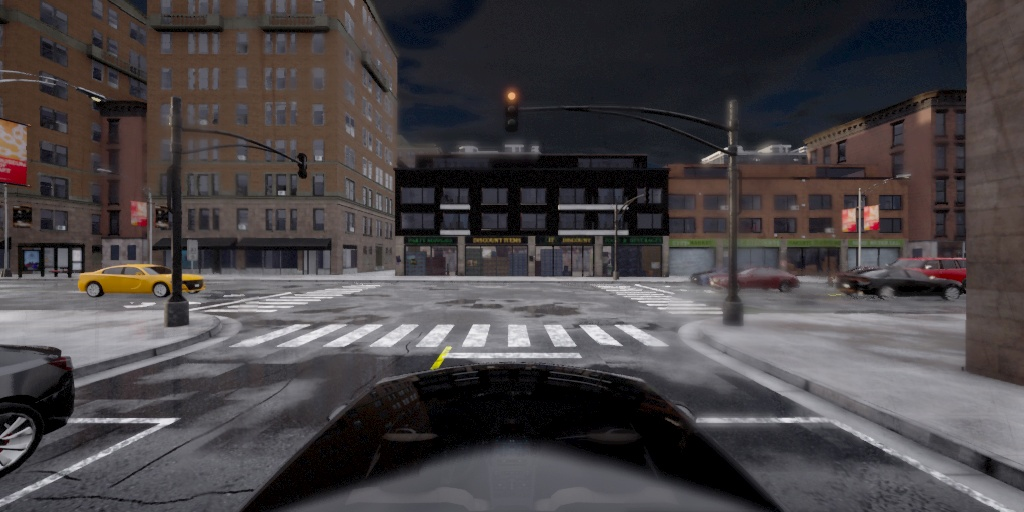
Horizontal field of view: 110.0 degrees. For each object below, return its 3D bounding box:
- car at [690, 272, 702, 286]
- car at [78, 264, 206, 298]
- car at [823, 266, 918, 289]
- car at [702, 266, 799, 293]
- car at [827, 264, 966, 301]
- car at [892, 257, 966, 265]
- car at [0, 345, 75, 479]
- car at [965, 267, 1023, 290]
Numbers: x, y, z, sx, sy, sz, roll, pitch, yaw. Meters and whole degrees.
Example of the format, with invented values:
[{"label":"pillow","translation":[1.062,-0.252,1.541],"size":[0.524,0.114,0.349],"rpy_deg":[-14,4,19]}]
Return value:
[{"label":"car","translation":[14.405,1.394,24.260],"size":[4.181,1.385,1.994],"rpy_deg":[0,0,0]},{"label":"car","translation":[-17.787,1.149,17.396],"size":[5.008,1.535,1.882],"rpy_deg":[0,0,0]},{"label":"car","translation":[24.167,1.407,24.298],"size":[4.674,1.442,1.812],"rpy_deg":[0,0,0]},{"label":"car","translation":[14.105,1.354,21.008],"size":[4.674,1.442,1.812],"rpy_deg":[0,0,1]},{"label":"car","translation":[18.874,1.330,17.583],"size":[5.008,1.535,1.882],"rpy_deg":[0,0,0]},{"label":"car","translation":[23.999,1.102,21.043],"size":[5.566,2.045,2.150],"rpy_deg":[0,0,0]},{"label":"car","translation":[-5.387,1.316,1.910],"size":[1.948,1.339,4.313],"rpy_deg":[0,0,0]},{"label":"car","translation":[34.121,1.498,24.352],"size":[4.181,1.385,1.994],"rpy_deg":[0,0,0]}]
